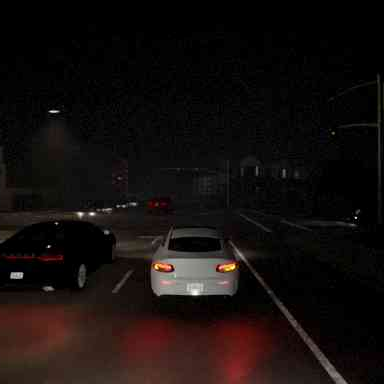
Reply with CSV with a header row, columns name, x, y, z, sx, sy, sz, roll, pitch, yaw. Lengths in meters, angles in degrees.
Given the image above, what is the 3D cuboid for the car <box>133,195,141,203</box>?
name,x,y,z,sx,sy,sz,roll,pitch,yaw
car,-13.981,1.798,78.474,1.895,1.301,4.718,0,0,0

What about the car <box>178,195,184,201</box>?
name,x,y,z,sx,sy,sz,roll,pitch,yaw
car,-3.478,1.716,89.317,2.128,1.511,4.902,0,-1,0

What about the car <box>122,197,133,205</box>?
name,x,y,z,sx,sy,sz,roll,pitch,yaw
car,-13.986,1.898,67.743,2.033,1.411,5.357,0,1,0

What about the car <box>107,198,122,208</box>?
name,x,y,z,sx,sy,sz,roll,pitch,yaw
car,-14.067,1.920,56.750,2.128,1.511,4.902,0,0,0

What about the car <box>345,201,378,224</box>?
name,x,y,z,sx,sy,sz,roll,pitch,yaw
car,14.255,1.491,25.542,4.553,1.767,2.097,0,-1,0

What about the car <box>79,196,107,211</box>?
name,x,y,z,sx,sy,sz,roll,pitch,yaw
car,-14.085,1.606,46.906,2.150,2.045,5.566,0,-1,0

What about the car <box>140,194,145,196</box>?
name,x,y,z,sx,sy,sz,roll,pitch,yaw
car,-13.977,1.221,93.944,2.097,1.767,4.553,0,-1,0

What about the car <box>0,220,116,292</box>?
name,x,y,z,sx,sy,sz,roll,pitch,yaw
car,-3.427,1.498,9.011,1.882,1.535,5.008,0,0,0

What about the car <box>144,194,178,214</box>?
name,x,y,z,sx,sy,sz,roll,pitch,yaw
car,-3.598,1.544,39.776,2.150,2.045,5.566,0,-1,8

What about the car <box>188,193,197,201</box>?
name,x,y,z,sx,sy,sz,roll,pitch,yaw
car,0.022,1.417,89.352,2.150,2.045,5.566,0,-1,0

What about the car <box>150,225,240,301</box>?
name,x,y,z,sx,sy,sz,roll,pitch,yaw
car,0.069,1.540,8.224,1.812,1.442,4.674,0,0,0
